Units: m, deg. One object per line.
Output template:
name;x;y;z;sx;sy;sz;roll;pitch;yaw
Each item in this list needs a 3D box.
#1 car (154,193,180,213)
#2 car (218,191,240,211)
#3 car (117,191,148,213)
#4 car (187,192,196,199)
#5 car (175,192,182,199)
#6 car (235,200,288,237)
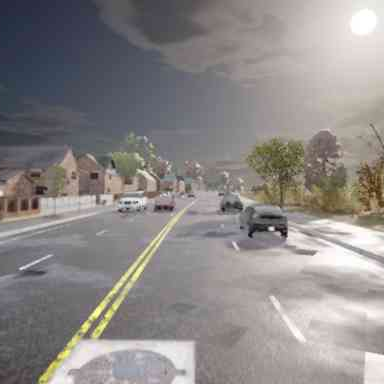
car;-2.669;1.201;33.575;1.882;1.535;5.008;0;0;2
car;4.100;1.059;35.346;2.097;1.767;4.553;0;0;2
car;-5.920;0.944;33.743;2.150;2.045;5.566;0;0;2
car;-0.088;0.802;74.866;2.033;1.411;5.357;0;0;5
car;-3.327;0.787;75.141;1.812;1.442;4.674;0;0;5
car;3.548;1.364;17.060;1.837;1.490;4.892;0;0;1
